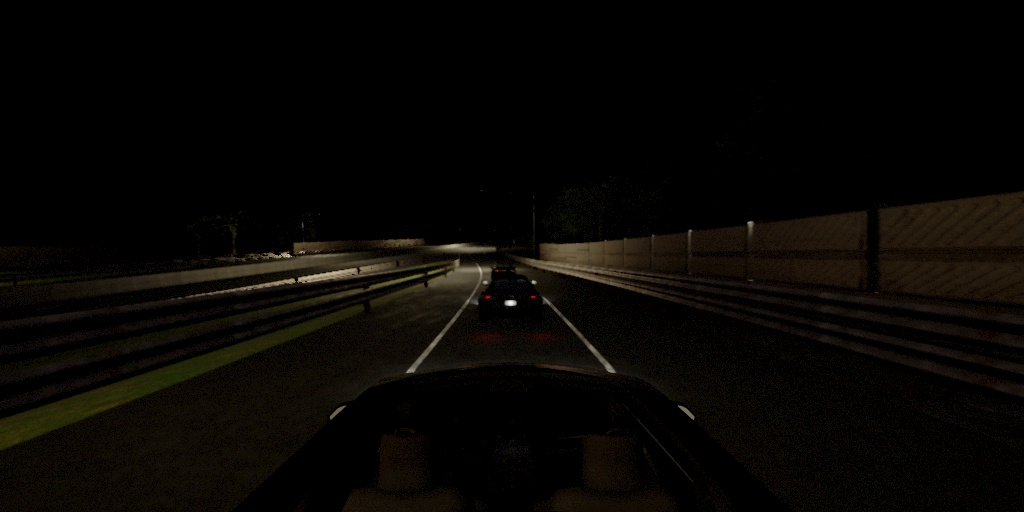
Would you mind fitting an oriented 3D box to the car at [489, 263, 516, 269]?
[{"bbox_3d":[-0.684,1.243,27.552,2.128,1.511,4.902,0,0,-3],"label":"car"}]

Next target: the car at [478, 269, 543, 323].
[{"bbox_3d":[-0.063,1.314,12.227,1.994,1.385,4.181,0,0,-1],"label":"car"}]
